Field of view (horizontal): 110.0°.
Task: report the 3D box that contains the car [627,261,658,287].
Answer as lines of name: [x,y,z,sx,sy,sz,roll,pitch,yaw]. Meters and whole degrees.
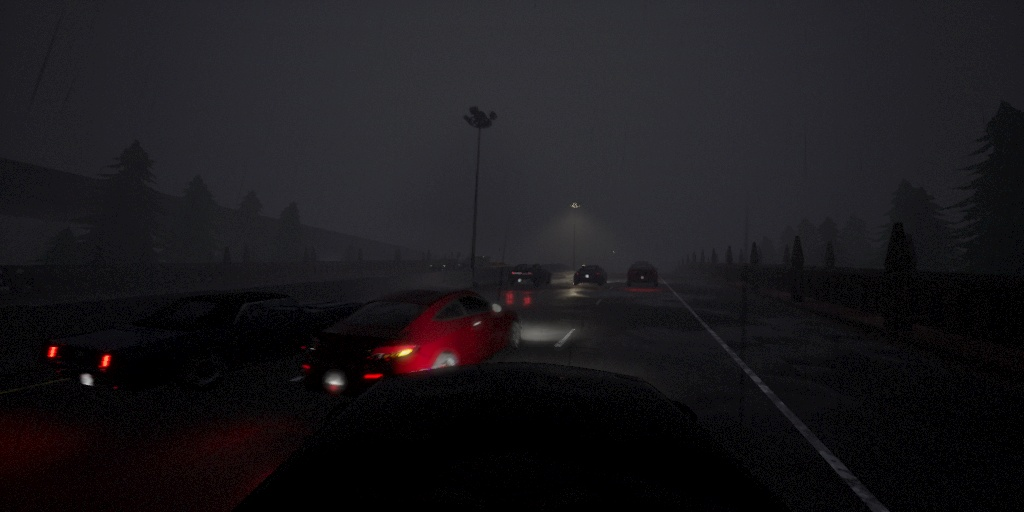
car: [9.243,1.265,25.428,1.882,1.535,5.008,0,-1,20]

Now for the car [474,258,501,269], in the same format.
car: [-1.830,1.252,36.608,1.882,1.535,5.008,0,0,20]

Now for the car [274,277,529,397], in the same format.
car: [-1.299,1.279,6.378,1.812,1.442,4.674,0,0,20]

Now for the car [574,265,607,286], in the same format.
car: [5.781,1.345,26.143,1.994,1.385,4.181,0,0,20]

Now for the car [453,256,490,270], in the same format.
car: [-4.101,0.993,40.642,2.150,2.045,5.566,0,0,20]

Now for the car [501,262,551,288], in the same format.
car: [1.299,1.264,24.011,2.128,1.511,4.902,0,0,20]

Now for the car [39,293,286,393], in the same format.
car: [-4.858,1.347,6.821,1.895,1.301,4.718,0,0,20]

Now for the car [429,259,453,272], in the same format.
car: [-7.616,1.119,41.197,2.097,1.767,4.553,0,0,20]
